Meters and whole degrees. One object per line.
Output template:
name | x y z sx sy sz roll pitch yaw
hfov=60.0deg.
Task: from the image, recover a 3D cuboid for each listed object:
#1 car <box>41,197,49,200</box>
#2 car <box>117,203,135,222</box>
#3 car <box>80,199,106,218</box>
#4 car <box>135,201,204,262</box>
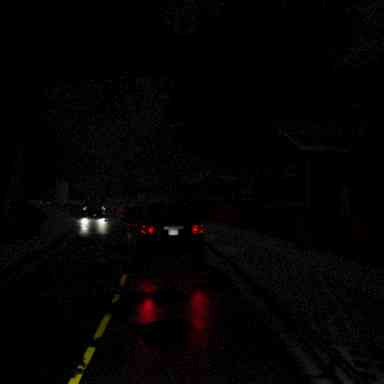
car | -36.720 1.557 83.142 1.812 1.442 4.674 1 -1 -24
car | -5.319 1.682 28.985 1.882 1.535 5.008 1 0 -21
car | -9.635 1.510 32.170 2.097 1.767 4.553 1 0 -23
car | -0.986 1.334 12.779 2.150 2.045 5.566 0 0 -9
